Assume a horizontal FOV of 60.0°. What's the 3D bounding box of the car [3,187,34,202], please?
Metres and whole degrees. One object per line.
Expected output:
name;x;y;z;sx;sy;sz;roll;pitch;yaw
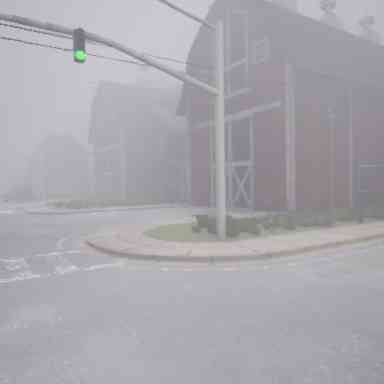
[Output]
car;-23.351;0.291;44.840;3.866;1.878;1.905;-2;7;15
